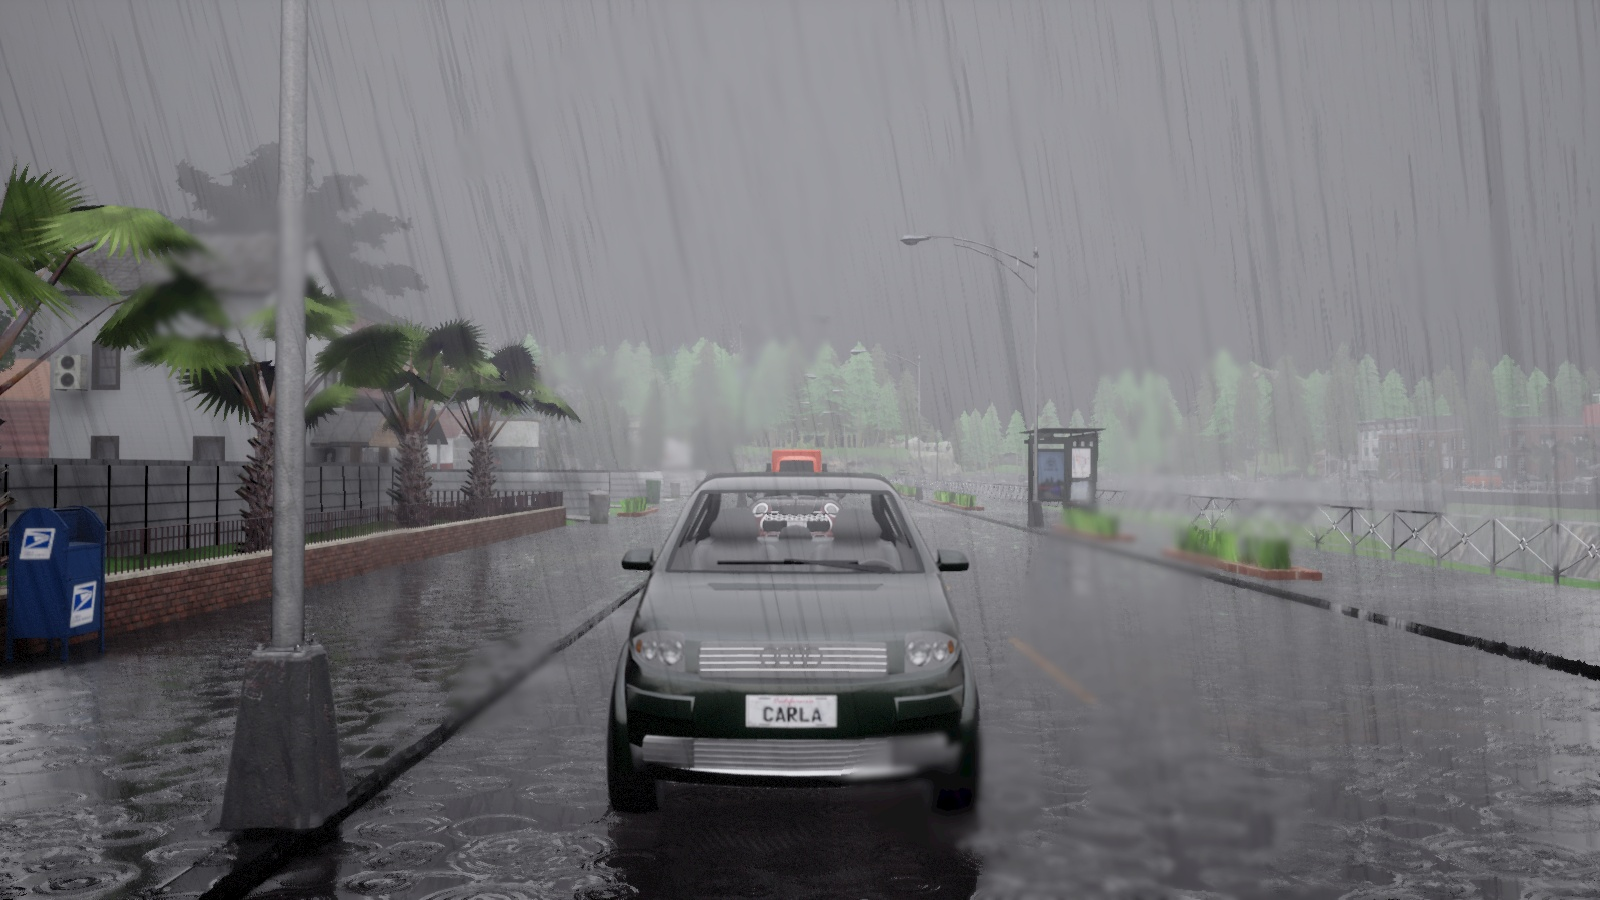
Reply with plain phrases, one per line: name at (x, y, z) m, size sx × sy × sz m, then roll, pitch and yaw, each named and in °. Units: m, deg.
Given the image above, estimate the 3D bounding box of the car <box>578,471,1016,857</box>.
car at (-0.018, 0.906, 7.006) m, size 1.789 × 1.549 × 3.705 m, roll 0°, pitch -1°, yaw 0°

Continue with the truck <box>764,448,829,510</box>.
truck at (-0.137, 1.221, 53.252) m, size 2.627 × 2.467 × 5.204 m, roll 0°, pitch -1°, yaw 0°
